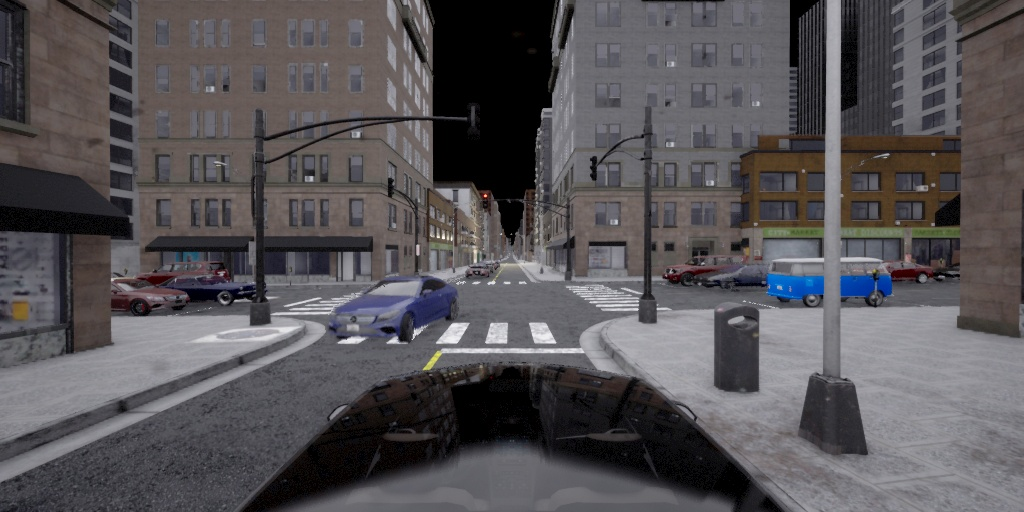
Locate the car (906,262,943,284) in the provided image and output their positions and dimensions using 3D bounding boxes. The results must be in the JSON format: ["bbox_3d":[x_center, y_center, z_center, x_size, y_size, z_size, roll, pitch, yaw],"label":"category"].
[{"bbox_3d":[23.314,0.964,22.313,4.507,1.381,1.888,0,0,0],"label":"car"}]

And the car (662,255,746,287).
[{"bbox_3d":[12.097,0.871,22.286,5.009,1.841,2.192,0,0,0],"label":"car"}]

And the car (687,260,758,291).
[{"bbox_3d":[12.928,1.112,19.622,5.357,1.411,2.033,-1,0,0],"label":"car"}]

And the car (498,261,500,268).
[{"bbox_3d":[-3.080,1.298,51.755,1.812,1.442,4.674,0,0,0],"label":"car"}]

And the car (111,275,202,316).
[{"bbox_3d":[-14.818,1.527,13.695,4.207,1.307,1.802,0,0,0],"label":"car"}]

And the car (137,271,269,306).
[{"bbox_3d":[-13.954,1.517,16.360,4.718,1.301,1.895,-1,0,0],"label":"car"}]

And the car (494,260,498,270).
[{"bbox_3d":[-3.092,1.253,42.622,2.128,1.511,4.902,0,0,0],"label":"car"}]

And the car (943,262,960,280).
[{"bbox_3d":[28.924,0.915,22.327,4.313,1.339,1.948,0,0,0],"label":"car"}]

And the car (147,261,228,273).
[{"bbox_3d":[-20.344,1.269,22.207,5.009,1.841,2.192,0,0,0],"label":"car"}]

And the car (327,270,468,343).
[{"bbox_3d":[-2.932,1.274,9.924,1.812,1.442,4.674,-1,0,12],"label":"car"}]

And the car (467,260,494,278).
[{"bbox_3d":[-3.085,1.318,33.636,1.994,1.385,4.181,0,0,1],"label":"car"}]

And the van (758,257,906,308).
[{"bbox_3d":[12.118,0.957,13.761,3.998,1.789,1.690,0,0,0],"label":"van"}]

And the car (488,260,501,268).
[{"bbox_3d":[-3.055,1.352,61.801,1.994,1.385,4.181,0,0,1],"label":"car"}]

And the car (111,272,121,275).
[{"bbox_3d":[-26.019,1.550,22.193,4.829,1.417,1.751,0,0,0],"label":"car"}]
